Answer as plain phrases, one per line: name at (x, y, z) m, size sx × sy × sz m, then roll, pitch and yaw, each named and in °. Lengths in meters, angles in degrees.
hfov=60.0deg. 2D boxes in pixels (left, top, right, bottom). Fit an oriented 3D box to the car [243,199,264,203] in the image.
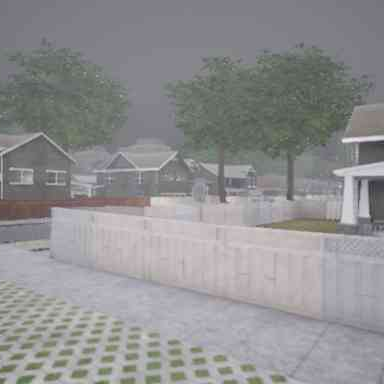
car at (7.919, 1.580, 42.894) m, size 2.033 × 1.411 × 5.357 m, roll 1°, pitch 0°, yaw 36°
